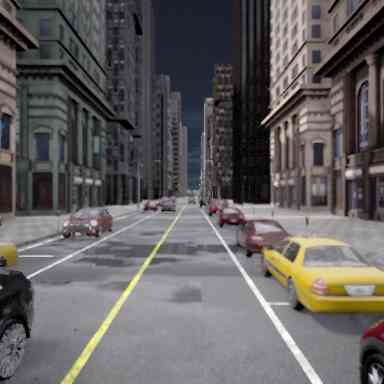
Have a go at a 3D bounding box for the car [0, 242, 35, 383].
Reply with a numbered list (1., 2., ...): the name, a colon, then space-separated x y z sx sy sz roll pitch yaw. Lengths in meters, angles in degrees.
1. car: -3.099 1.519 2.687 2.128 1.511 4.902 0 -1 0

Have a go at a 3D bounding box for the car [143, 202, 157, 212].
1. car: -5.757 2.011 46.820 1.887 1.381 4.507 0 -1 0

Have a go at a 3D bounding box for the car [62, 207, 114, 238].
1. car: -5.762 1.627 18.812 1.967 1.590 4.097 0 -1 0

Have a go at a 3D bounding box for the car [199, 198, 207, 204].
1. car: 2.774 2.300 86.035 1.967 1.590 4.097 0 -1 0

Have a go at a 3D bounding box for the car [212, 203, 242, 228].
1. car: 2.765 1.787 24.418 1.887 1.381 4.507 0 -1 0

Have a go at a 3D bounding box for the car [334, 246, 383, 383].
1. car: 2.760 1.461 2.013 1.967 1.590 4.097 0 -1 0

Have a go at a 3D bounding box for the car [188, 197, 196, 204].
1. car: 0.014 2.242 78.670 1.895 1.301 4.718 0 -1 0

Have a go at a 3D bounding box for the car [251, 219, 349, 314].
1. car: 2.762 1.603 7.784 1.752 1.417 4.829 0 -1 0

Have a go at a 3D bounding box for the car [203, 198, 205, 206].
1. car: 2.767 1.850 41.224 1.967 1.590 4.097 0 -1 0

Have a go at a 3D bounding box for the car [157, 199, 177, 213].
1. car: -3.084 1.988 44.260 2.033 1.411 5.357 0 -1 0

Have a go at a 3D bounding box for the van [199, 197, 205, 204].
1. van: 2.775 2.258 91.638 1.690 1.788 3.998 0 -1 0

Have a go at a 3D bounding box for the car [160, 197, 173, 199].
1. car: -5.754 2.006 69.231 2.192 1.841 5.009 0 -1 0

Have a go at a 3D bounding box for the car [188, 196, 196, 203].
1. car: 0.017 2.124 95.330 2.097 1.767 4.553 0 -1 0

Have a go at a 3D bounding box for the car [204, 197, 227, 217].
1. car: 2.765 1.669 35.624 2.192 1.841 5.009 0 -1 0

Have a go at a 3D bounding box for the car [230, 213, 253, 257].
1. car: 2.763 1.714 13.215 1.802 1.307 4.206 0 -1 0

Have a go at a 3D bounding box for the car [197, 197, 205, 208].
1. car: 2.404 1.819 59.258 2.150 2.045 5.566 0 -1 0

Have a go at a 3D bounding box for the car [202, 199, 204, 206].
1. car: 2.768 2.032 46.824 1.947 1.339 4.313 0 -1 0
